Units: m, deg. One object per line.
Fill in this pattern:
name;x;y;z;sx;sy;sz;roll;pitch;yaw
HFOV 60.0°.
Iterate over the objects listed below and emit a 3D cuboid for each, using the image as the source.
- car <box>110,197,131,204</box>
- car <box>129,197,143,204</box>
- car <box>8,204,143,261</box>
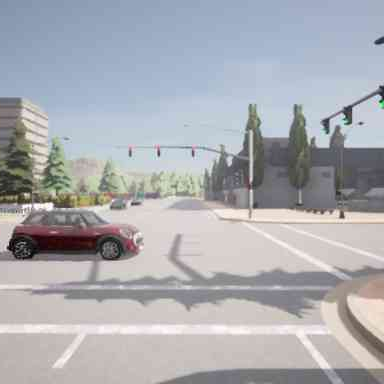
car;-10.671;1.903;48.335;1.837;1.490;4.892;0;0;0
car;-10.633;2.130;63.998;1.895;1.301;4.718;0;0;0
car;-4.121;1.447;12.274;4.553;1.767;2.097;0;0;2
